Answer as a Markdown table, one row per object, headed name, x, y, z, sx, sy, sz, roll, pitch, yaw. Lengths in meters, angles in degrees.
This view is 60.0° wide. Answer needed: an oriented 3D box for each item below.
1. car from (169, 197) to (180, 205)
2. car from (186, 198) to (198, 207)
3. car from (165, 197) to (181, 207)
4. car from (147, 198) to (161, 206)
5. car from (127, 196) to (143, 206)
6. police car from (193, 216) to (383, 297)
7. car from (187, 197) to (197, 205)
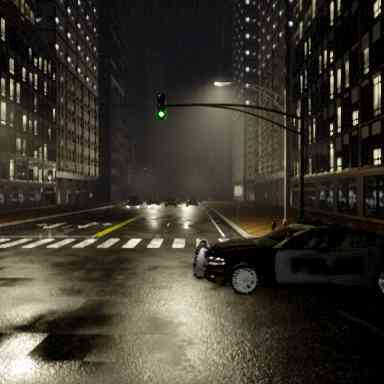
| name | x | y | z | sx | sy | sz | roll | pitch | yaw |
| --- | --- | --- | --- | --- | --- | --- | --- | --- | --- |
| car | -3.238 | 1.663 | 62.676 | 1.994 | 1.385 | 4.181 | 0 | 0 | 0 |
| car | 0.010 | 1.615 | 52.674 | 2.033 | 1.411 | 5.357 | 0 | 0 | 0 |
| car | -3.240 | 1.613 | 52.257 | 2.033 | 1.411 | 5.357 | 0 | 0 | 0 |
| car | -6.489 | 1.644 | 56.843 | 1.994 | 1.385 | 4.181 | 0 | 0 | 0 |
| car | -9.739 | 1.432 | 56.874 | 2.097 | 1.767 | 4.553 | 0 | 0 | 0 |
| police car | 2.669 | 1.426 | 7.968 | 5.238 | 1.638 | 1.930 | 0 | 0 | 3 |
| car | 0.012 | 1.702 | 63.122 | 1.895 | 1.301 | 4.718 | 0 | 0 | 0 |
